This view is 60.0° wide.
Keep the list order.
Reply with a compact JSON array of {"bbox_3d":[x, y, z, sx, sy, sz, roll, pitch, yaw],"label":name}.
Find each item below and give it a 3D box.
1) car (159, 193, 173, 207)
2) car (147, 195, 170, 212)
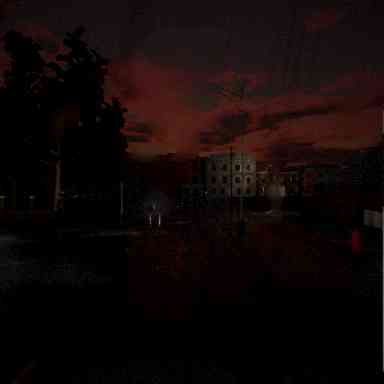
[{"bbox_3d":[-4.126,1.222,50.348,2.150,2.045,5.566,0,0,0],"label":"car"},{"bbox_3d":[-4.142,1.492,39.507,2.128,1.511,4.902,0,0,0],"label":"car"}]
